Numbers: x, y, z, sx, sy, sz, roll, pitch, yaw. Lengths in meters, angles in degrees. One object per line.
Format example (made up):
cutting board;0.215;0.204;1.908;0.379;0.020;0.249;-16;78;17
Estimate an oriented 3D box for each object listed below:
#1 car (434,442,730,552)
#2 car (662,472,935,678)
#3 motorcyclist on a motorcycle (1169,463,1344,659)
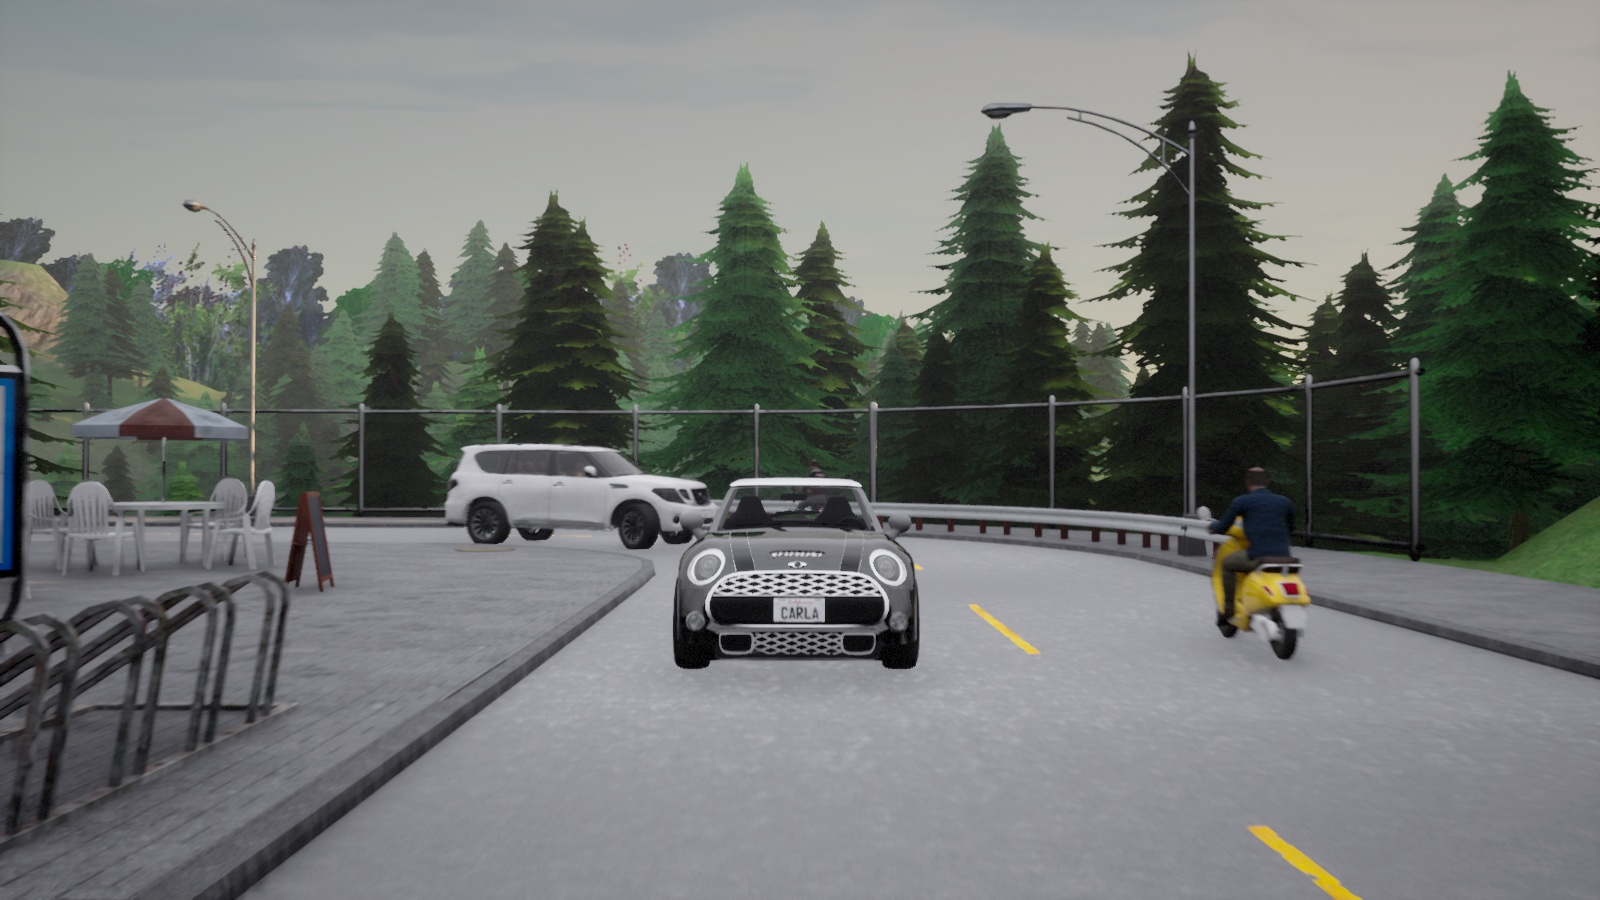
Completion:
car;-4.397;0.923;25.463;5.566;2.045;2.150;0;-1;19
car;-0.031;0.938;11.002;1.970;1.475;3.806;0;-1;-1
motorcyclist on a motorcycle;3.973;0.912;11.092;0.866;1.590;1.817;0;-1;0
